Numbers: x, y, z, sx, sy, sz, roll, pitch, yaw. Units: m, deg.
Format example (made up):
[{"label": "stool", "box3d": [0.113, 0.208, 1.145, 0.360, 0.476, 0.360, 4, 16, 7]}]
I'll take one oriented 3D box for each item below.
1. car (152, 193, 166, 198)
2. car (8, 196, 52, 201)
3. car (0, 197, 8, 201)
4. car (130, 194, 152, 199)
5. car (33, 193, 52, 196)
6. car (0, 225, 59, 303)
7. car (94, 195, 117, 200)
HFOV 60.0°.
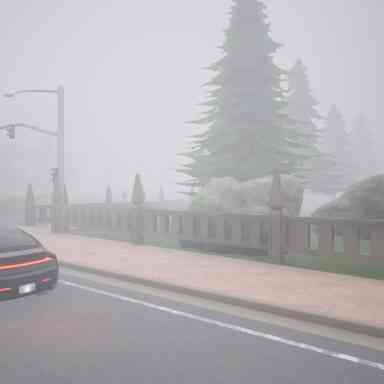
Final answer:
[{"label": "car", "box3d": [-7.310, 1.016, 65.215, 2.033, 1.411, 5.357, 0, 4, 36]}, {"label": "car", "box3d": [-19.894, 1.526, 41.636, 1.812, 1.442, 4.674, 0, 0, 35]}, {"label": "car", "box3d": [-25.456, 1.505, 45.890, 1.837, 1.490, 4.892, 0, 0, 36]}, {"label": "car", "box3d": [-9.386, 1.437, 56.336, 1.994, 1.385, 4.181, 0, 2, 36]}, {"label": "car", "box3d": [-21.471, 1.221, 45.439, 2.150, 2.045, 5.566, 0, 0, 36]}, {"label": "car", "box3d": [-4.960, 1.505, 7.473, 4.892, 1.490, 1.837, 0, 0, 36]}, {"label": "car", "box3d": [-15.597, 1.401, 59.672, 1.837, 1.490, 4.892, 0, 2, 36]}]
